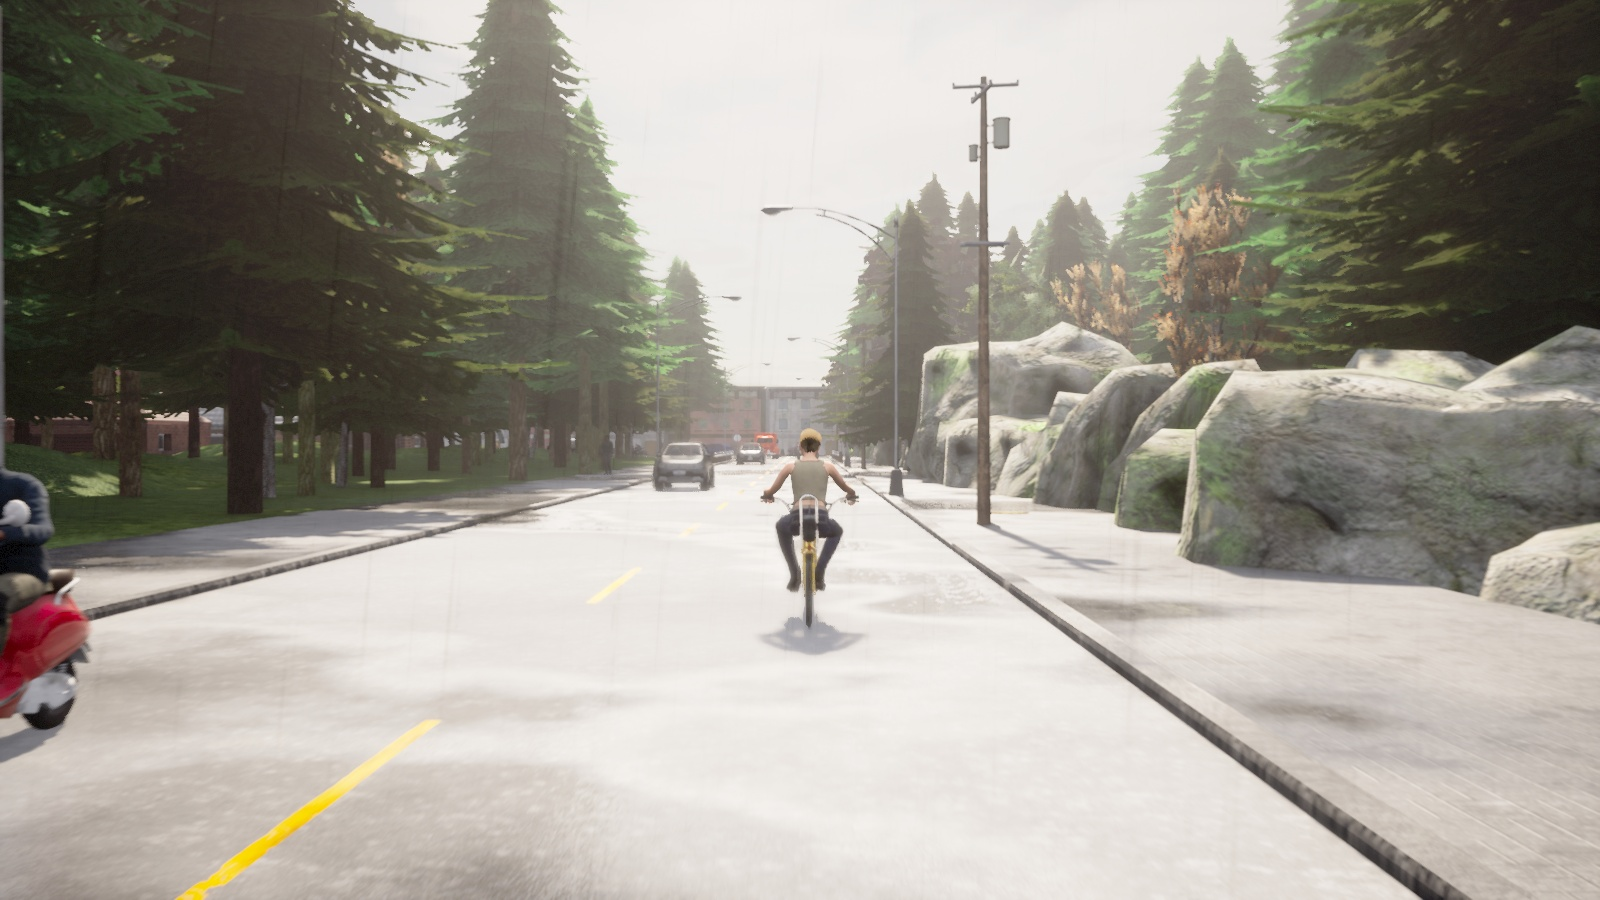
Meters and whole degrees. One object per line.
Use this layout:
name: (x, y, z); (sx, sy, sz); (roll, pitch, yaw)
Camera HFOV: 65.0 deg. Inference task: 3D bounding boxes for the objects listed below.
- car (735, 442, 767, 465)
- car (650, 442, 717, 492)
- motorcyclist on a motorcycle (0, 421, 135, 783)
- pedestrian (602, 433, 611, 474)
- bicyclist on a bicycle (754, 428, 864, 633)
car: (-3.385, 0.228, 87.058); (2.007, 1.525, 4.514); (0, 0, 0)
car: (-3.708, 0.507, 40.387); (1.789, 1.549, 3.705); (0, 0, 0)
motorcyclist on a motorcycle: (-3.948, 0.666, 5.715); (0.866, 1.590, 1.817); (0, 0, 0)
pedestrian: (-8.694, 0.149, 56.483); (0.353, 1.847, 0.614); (0, 0, -2)
bicyclist on a bicycle: (0.081, 0.627, 10.626); (0.866, 1.612, 1.509); (0, 0, 1)
